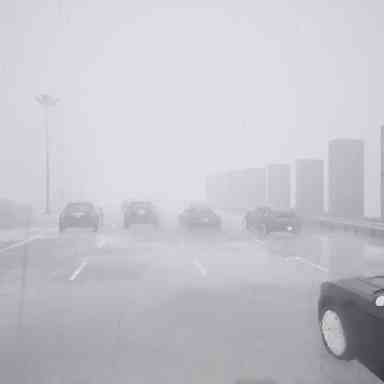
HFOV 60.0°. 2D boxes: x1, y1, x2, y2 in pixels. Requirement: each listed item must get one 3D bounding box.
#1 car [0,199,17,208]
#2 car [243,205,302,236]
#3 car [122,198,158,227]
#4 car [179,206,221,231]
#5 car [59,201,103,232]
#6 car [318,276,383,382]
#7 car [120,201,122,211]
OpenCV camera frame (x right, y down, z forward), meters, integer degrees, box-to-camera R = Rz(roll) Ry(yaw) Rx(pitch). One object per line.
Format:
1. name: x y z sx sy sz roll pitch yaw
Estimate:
1. car: -22.241 1.527 39.435 2.033 1.411 5.357 0 0 -17
2. car: 4.338 1.495 18.535 1.837 1.490 4.892 0 0 -9
3. car: -3.517 1.342 22.651 2.097 1.767 4.553 0 0 -11
4. car: 0.418 1.553 20.658 1.994 1.385 4.181 0 0 -10
5. car: -6.658 1.342 20.391 2.097 1.767 4.553 0 0 -10
6. car: 3.027 1.476 3.008 1.882 1.535 5.008 0 0 -7
7. car: -7.201 1.458 38.392 1.882 1.535 5.008 0 0 -15
